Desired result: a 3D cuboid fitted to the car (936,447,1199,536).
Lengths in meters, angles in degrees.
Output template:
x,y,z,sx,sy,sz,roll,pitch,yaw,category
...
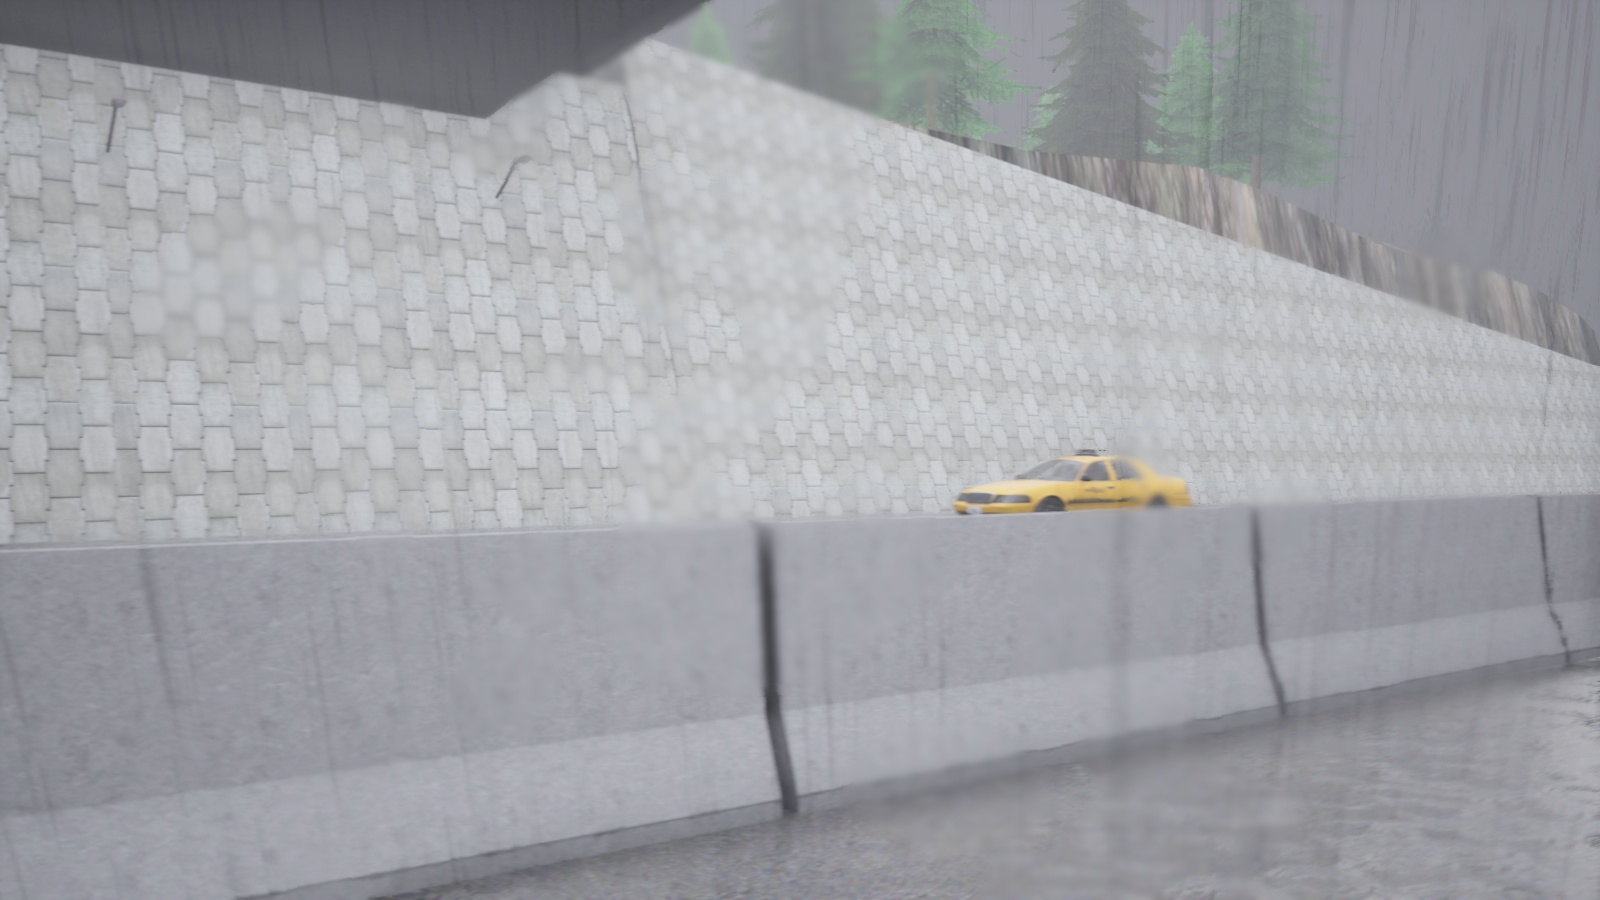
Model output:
x,y,z,sx,sy,sz,roll,pitch,yaw,category
5.278,0.732,24.394,5.366,1.575,1.801,0,0,-35,car
